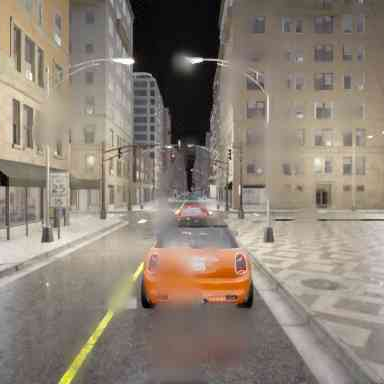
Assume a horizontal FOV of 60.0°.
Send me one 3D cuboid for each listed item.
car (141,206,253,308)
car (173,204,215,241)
[{"bbox_3d":[0.089,1.352,8.056,2.097,1.767,4.553,0,0,0],"label":"car"},{"bbox_3d":[0.084,1.477,17.656,1.882,1.535,5.008,0,0,0],"label":"car"}]
